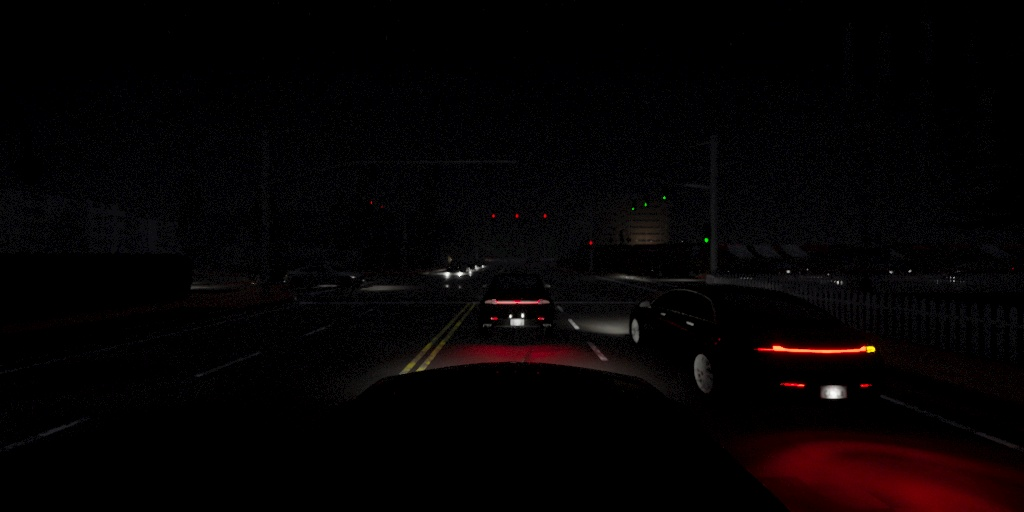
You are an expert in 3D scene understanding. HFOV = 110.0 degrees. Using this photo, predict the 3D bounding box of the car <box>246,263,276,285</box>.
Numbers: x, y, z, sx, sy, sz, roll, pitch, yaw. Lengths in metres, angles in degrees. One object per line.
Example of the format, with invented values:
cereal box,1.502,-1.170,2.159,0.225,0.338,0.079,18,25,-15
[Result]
car,-16.285,1.253,25.857,4.892,1.490,1.837,0,0,-3

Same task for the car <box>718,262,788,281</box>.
car,19.629,1.237,29.981,4.902,1.511,2.128,0,0,-1

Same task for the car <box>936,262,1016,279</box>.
car,38.889,1.271,30.322,4.674,1.442,1.812,0,0,-1

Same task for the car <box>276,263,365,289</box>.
car,-11.672,1.273,22.443,4.674,1.442,1.812,0,0,-2

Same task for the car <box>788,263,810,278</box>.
car,24.675,1.292,33.576,5.357,1.411,2.033,0,0,-1

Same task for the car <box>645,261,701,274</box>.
car,14.936,1.250,33.460,4.892,1.490,1.837,0,0,1

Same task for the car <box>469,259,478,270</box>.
car,-6.751,1.268,54.140,1.812,1.442,4.674,0,0,1

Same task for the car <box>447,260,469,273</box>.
car,-6.823,1.249,44.317,1.837,1.490,4.892,0,0,0

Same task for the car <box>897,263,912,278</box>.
car,34.499,1.236,33.751,4.902,1.511,2.128,0,0,-1

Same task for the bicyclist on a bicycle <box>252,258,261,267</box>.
bicyclist on a bicycle,-26.157,1.046,36.812,0.582,1.620,1.656,0,0,-3

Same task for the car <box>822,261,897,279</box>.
car,28.890,1.271,30.144,4.674,1.442,1.812,0,0,-1

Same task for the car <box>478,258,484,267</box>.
car,-6.643,1.305,64.183,1.994,1.385,4.181,0,0,1

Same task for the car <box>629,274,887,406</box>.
car,3.589,1.254,6.383,1.837,1.490,4.892,0,0,1

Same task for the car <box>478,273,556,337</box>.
car,0.134,1.240,10.289,2.128,1.511,4.902,0,0,0
